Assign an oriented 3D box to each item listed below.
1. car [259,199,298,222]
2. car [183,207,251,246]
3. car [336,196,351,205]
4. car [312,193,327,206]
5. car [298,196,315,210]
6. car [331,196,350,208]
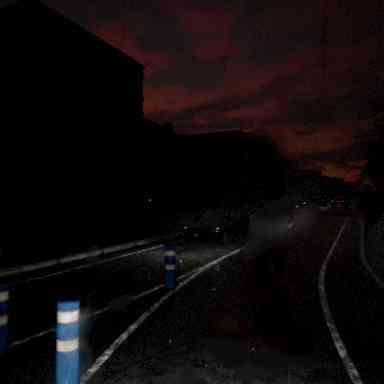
[{"bbox_3d":[6.841,1.454,26.684,1.882,1.535,5.008,0,0,27],"label":"car"},{"bbox_3d":[1.327,1.514,15.897,1.882,1.535,5.008,0,0,27],"label":"car"},{"bbox_3d":[24.896,1.399,54.569,1.895,1.301,4.718,0,0,27],"label":"car"},{"bbox_3d":[19.308,1.144,50.813,2.150,2.045,5.566,0,0,27],"label":"car"},{"bbox_3d":[11.963,1.397,36.670,1.895,1.301,4.718,0,-5,27],"label":"car"},{"bbox_3d":[20.115,1.357,45.275,1.837,1.490,4.892,0,0,27],"label":"car"}]
